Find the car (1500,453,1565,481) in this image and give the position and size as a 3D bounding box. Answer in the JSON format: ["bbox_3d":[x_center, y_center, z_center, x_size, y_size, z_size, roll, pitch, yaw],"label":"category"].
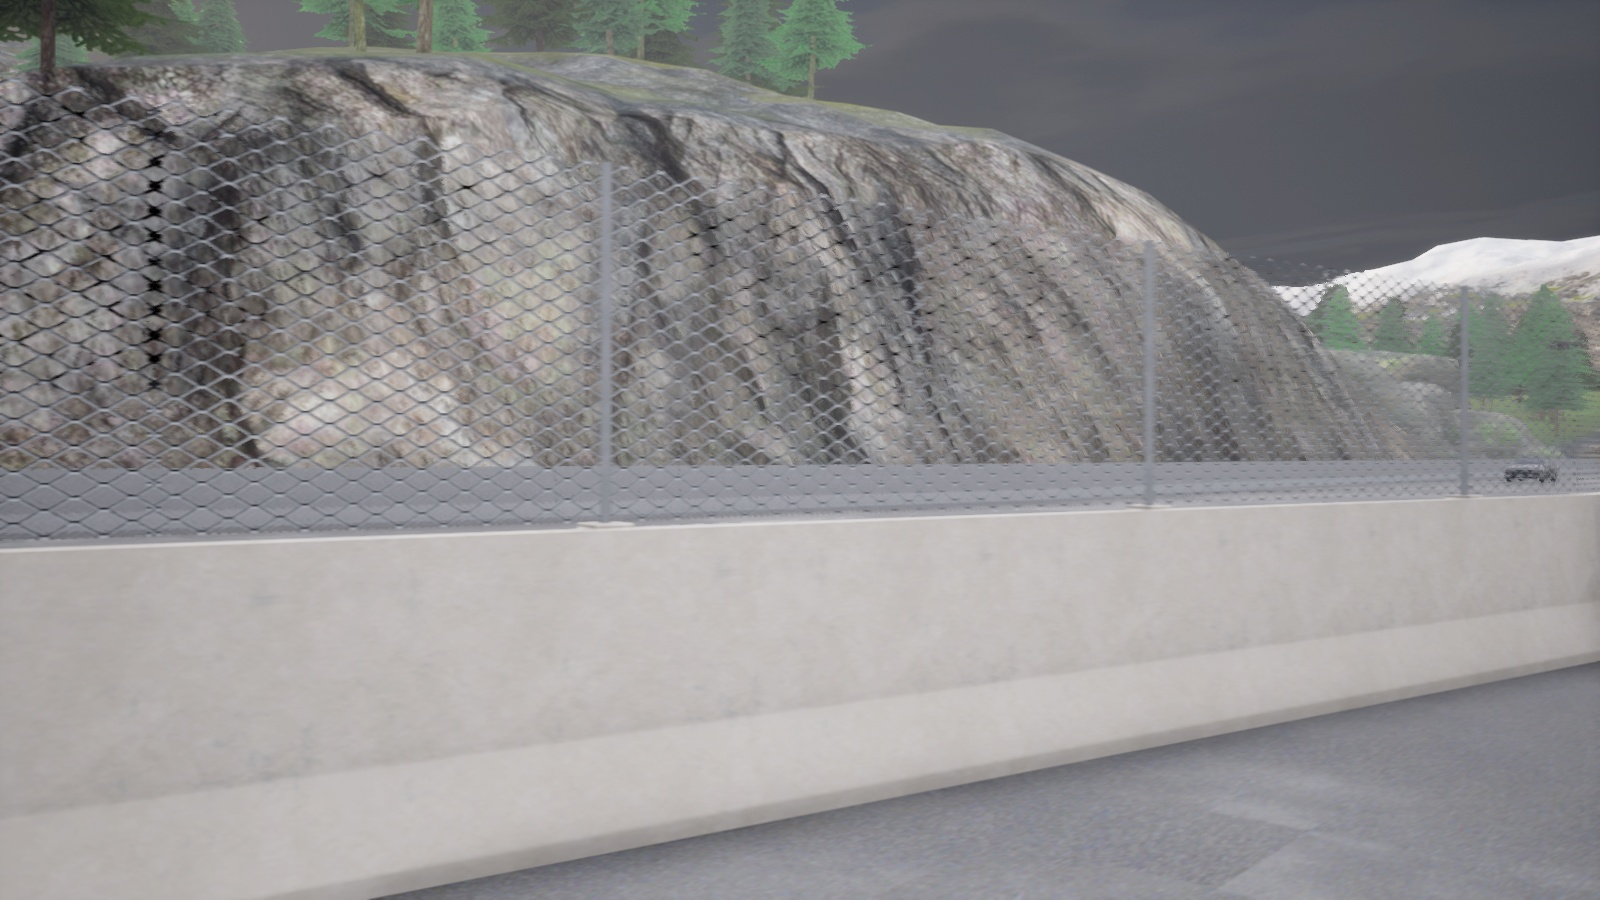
[{"bbox_3d":[39.432,0.882,67.549,2.033,1.411,5.357,0,0,41],"label":"car"}]
